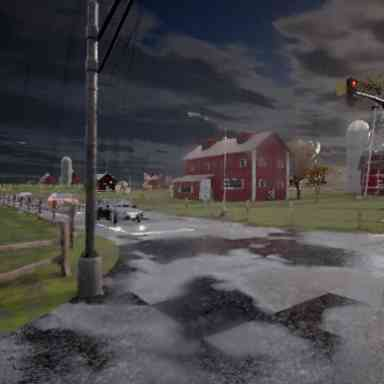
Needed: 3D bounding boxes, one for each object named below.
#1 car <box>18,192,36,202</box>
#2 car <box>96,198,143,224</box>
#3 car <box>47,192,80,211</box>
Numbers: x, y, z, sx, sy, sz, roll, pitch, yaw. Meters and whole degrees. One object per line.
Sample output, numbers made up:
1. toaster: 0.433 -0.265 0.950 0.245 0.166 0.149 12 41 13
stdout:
1. car: -24.383 0.738 49.083 1.812 1.442 4.674 1 0 -35
2. car: -4.835 1.141 21.320 2.128 1.511 4.902 1 0 -35
3. car: -12.387 0.830 31.989 2.097 1.767 4.553 1 0 -35
